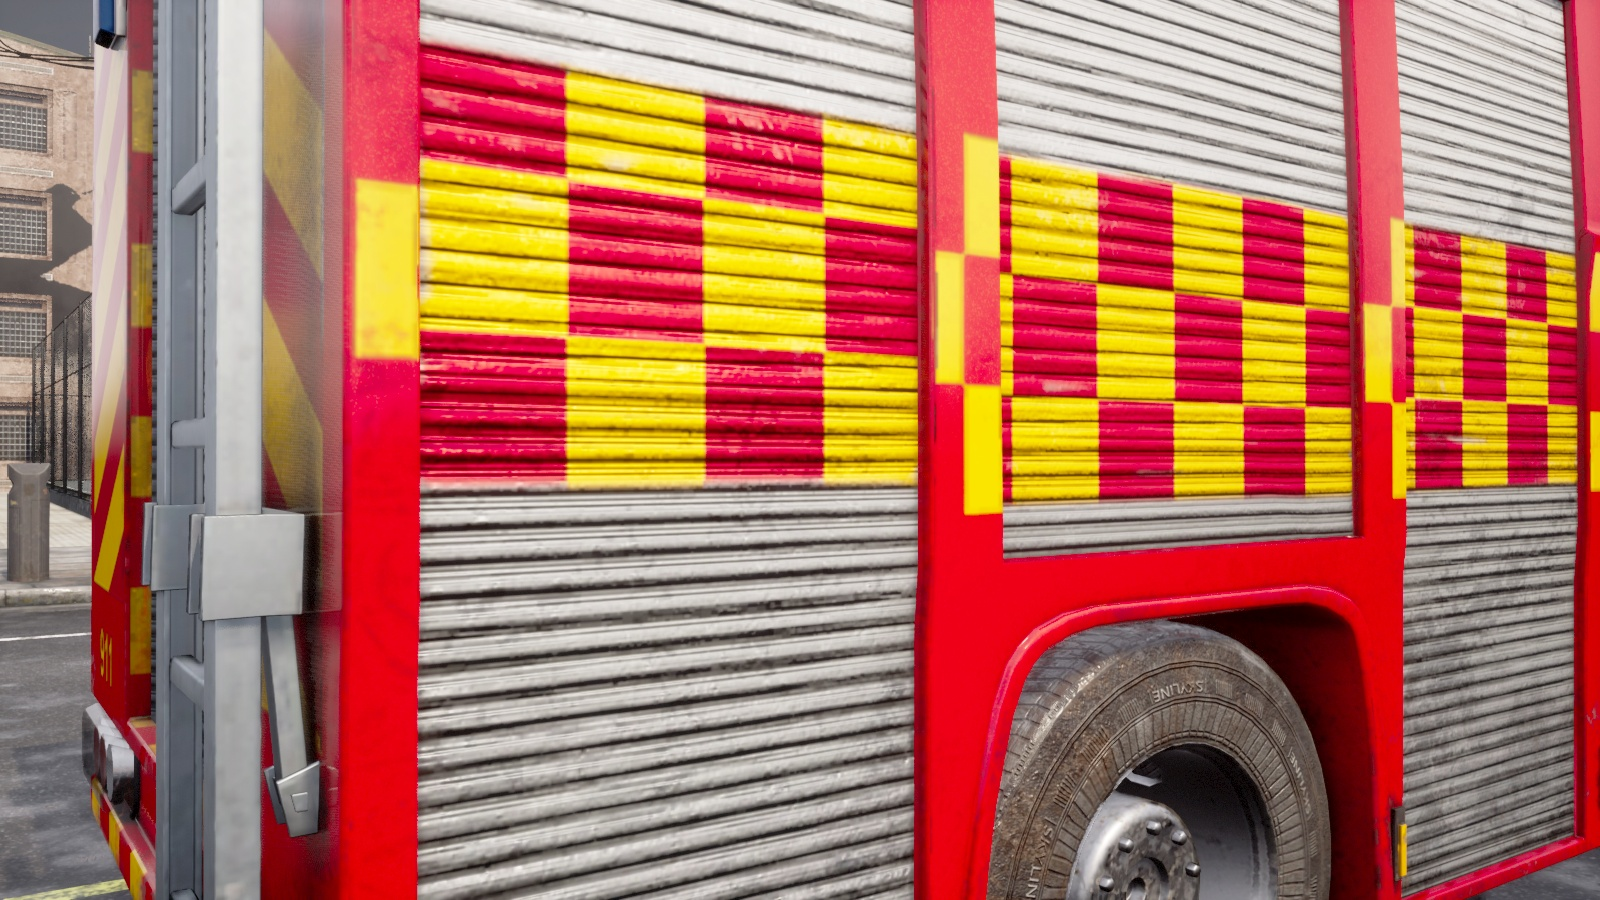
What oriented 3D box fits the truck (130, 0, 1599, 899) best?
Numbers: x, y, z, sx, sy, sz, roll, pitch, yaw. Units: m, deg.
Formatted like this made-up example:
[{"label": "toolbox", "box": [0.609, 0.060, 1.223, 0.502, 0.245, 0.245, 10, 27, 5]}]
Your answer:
[{"label": "truck", "box": [2.187, -0.412, 5.195, 8.468, 3.827, 2.891, 0, 0, -35]}]
